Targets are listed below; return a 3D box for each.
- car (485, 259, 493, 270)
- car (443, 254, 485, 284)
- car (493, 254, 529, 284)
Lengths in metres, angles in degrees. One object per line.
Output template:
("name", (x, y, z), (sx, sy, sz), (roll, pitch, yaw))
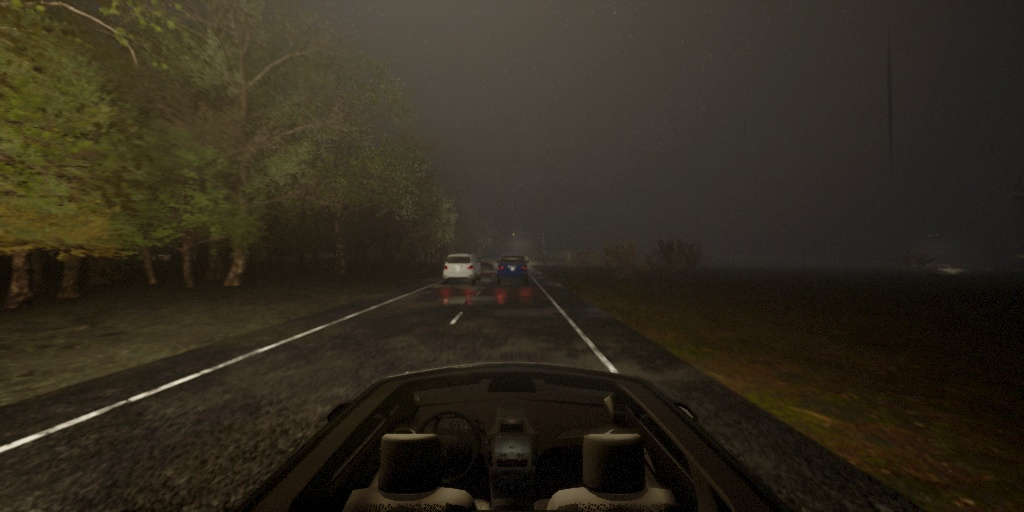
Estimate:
("car", (-3.387, 1.077, 47.422), (1.812, 1.442, 4.674), (0, 0, 0))
("car", (-3.441, 0.874, 25.663), (2.150, 2.045, 5.566), (0, 1, 1))
("car", (0.059, 0.874, 25.615), (2.150, 2.045, 5.566), (0, 1, 1))
